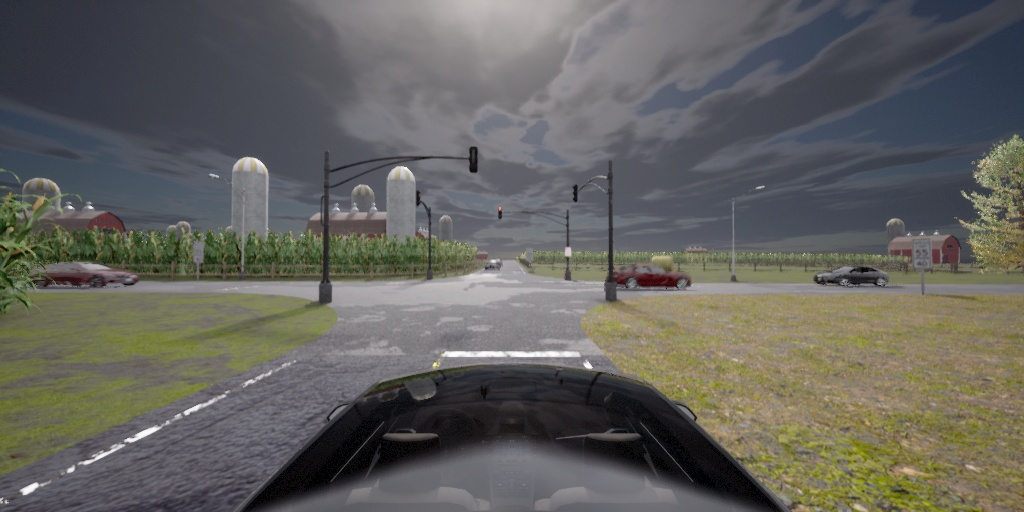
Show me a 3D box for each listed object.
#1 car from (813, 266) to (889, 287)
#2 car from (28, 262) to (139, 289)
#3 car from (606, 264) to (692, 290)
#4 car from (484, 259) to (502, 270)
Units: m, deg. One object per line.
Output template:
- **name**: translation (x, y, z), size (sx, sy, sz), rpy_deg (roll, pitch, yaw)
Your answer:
- **car**: translation (25.175, 1.509, 26.690), size (4.892, 1.490, 1.837), rpy_deg (0, -1, -4)
- **car**: translation (-23.809, 1.049, 19.981), size (4.674, 1.442, 1.812), rpy_deg (1, -1, -3)
- **car**: translation (8.341, 1.262, 21.919), size (5.008, 1.535, 1.882), rpy_deg (1, -1, -4)
- **car**: translation (-2.768, 1.297, 50.665), size (1.994, 1.385, 4.181), rpy_deg (0, 0, 0)
